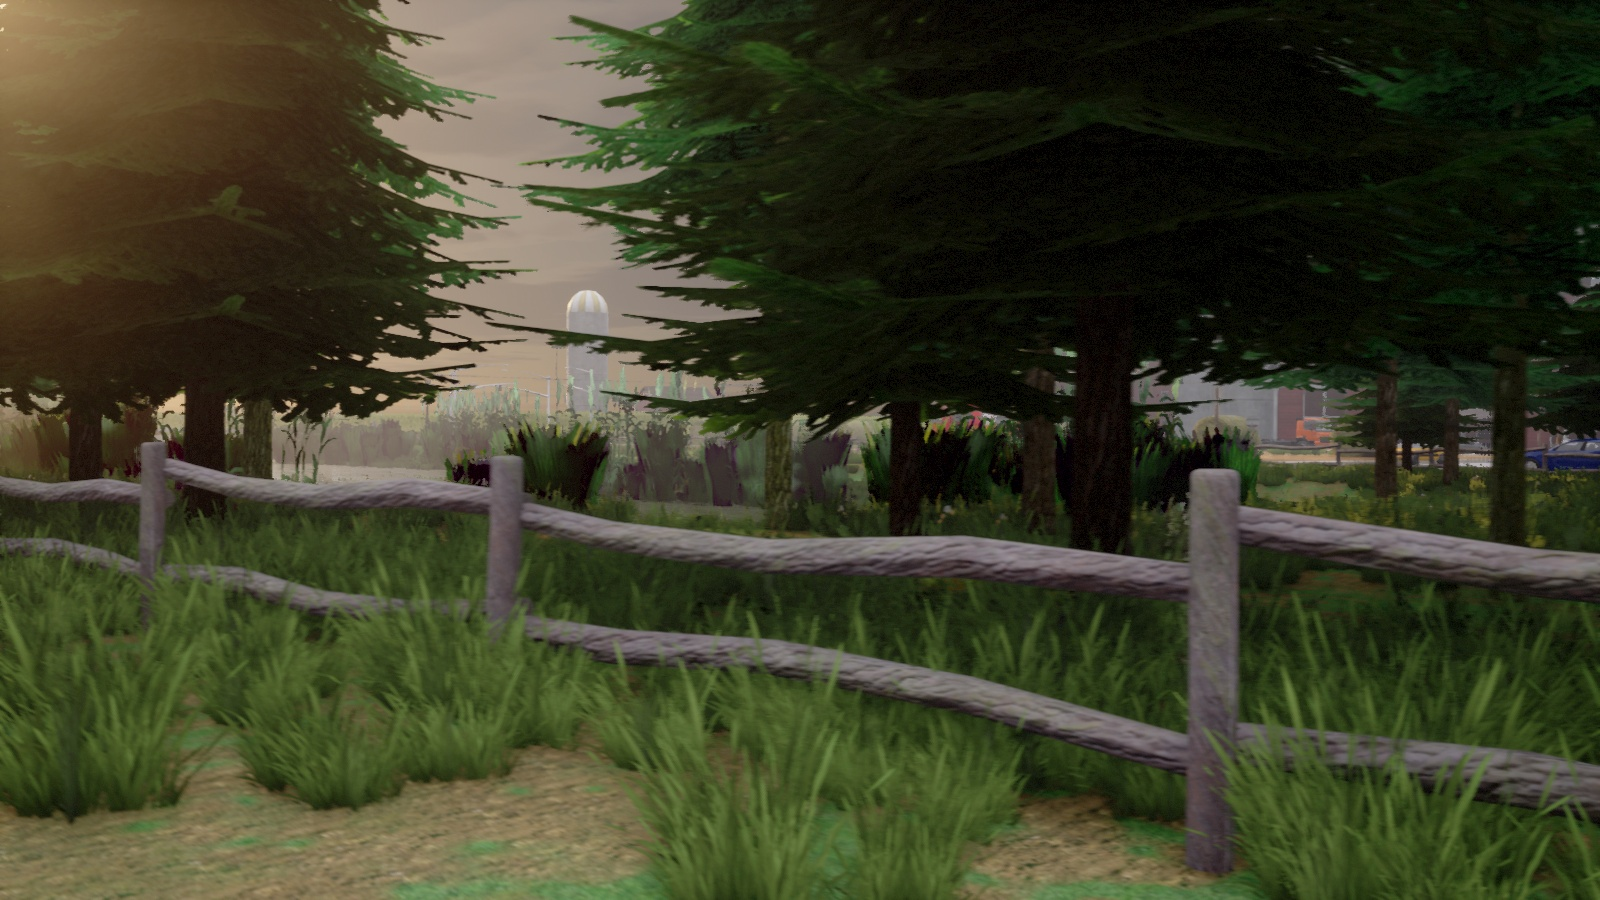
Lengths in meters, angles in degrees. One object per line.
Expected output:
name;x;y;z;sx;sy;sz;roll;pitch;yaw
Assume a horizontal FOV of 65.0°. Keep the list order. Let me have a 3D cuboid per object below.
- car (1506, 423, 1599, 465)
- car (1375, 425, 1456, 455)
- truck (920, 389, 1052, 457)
car;30.145;-0.244;48.196;1.882;1.535;5.008;-1;1;-34
car;34.136;-0.571;69.538;5.366;1.575;1.801;-1;1;-37
truck;11.111;-1.589;75.898;2.891;3.827;8.468;-1;1;-35
